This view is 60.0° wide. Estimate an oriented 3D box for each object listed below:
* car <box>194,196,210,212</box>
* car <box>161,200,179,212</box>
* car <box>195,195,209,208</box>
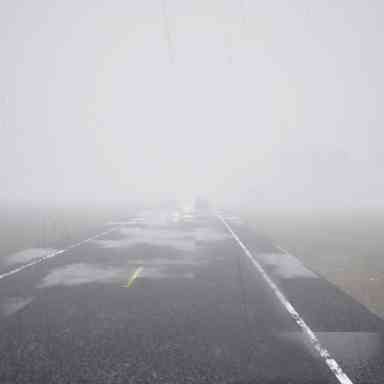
[{"bbox_3d":[1.174,1.540,39.263,2.033,1.411,5.357,0,0,2],"label":"car"},{"bbox_3d":[-2.528,1.593,38.874,1.895,1.301,4.718,0,0,2],"label":"car"},{"bbox_3d":[1.488,1.344,49.991,2.097,1.767,4.553,0,0,2],"label":"car"}]
